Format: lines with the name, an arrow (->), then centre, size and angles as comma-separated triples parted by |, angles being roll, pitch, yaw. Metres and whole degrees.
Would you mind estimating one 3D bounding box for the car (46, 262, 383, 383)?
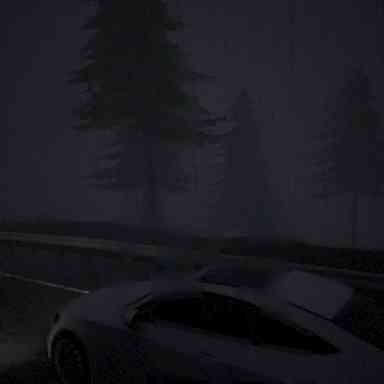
car -> 0.388, 1.532, 3.596 | 4.674, 1.442, 1.812 | 0, 0, 35
